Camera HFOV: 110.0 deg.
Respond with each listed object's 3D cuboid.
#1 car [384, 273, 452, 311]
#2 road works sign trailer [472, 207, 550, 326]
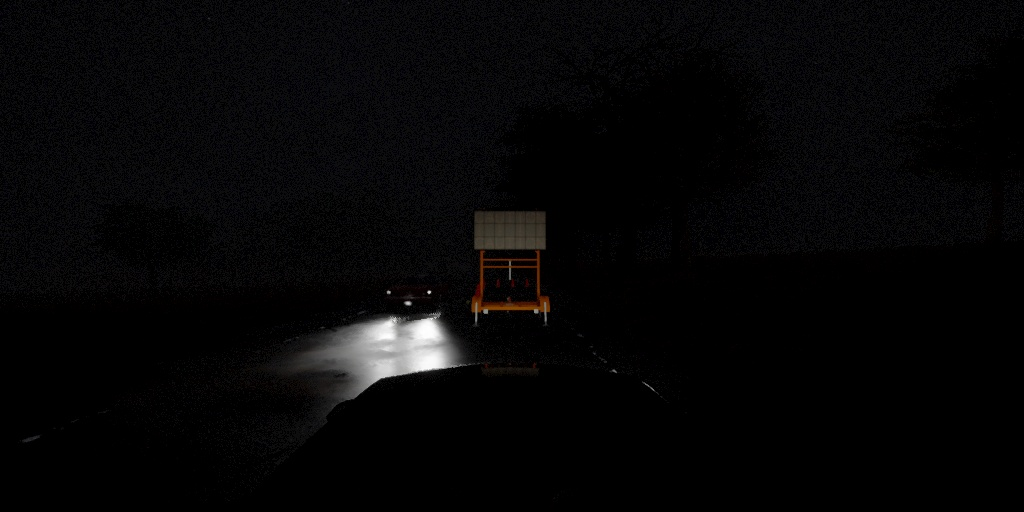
[{"bbox_3d":[-3.715,1.387,14.888,1.895,1.301,4.718,0,0,-1],"label":"car"},{"bbox_3d":[-0.067,0.231,11.690,2.380,3.560,2.880,0,0,-2],"label":"road works sign trailer"}]
